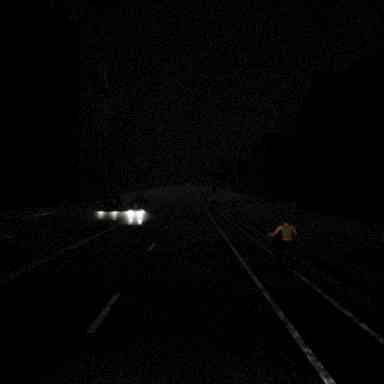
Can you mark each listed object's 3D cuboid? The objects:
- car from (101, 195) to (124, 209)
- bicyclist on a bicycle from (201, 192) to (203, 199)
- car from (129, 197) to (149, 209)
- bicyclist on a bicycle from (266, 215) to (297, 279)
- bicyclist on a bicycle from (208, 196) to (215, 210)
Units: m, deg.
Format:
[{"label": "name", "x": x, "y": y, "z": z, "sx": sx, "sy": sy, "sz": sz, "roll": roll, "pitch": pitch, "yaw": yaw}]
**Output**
[{"label": "car", "x": -9.752, "y": 1.110, "z": 41.089, "sx": 1.882, "sy": 1.535, "sz": 5.008, "roll": 0, "pitch": 0, "yaw": 0}, {"label": "bicyclist on a bicycle", "x": 2.259, "y": 0.821, "z": 74.480, "sx": 0.582, "sy": 1.620, "sz": 1.656, "roll": 0, "pitch": 1, "yaw": 0}, {"label": "car", "x": -6.502, "y": 1.348, "z": 41.092, "sx": 2.128, "sy": 1.511, "sz": 4.902, "roll": 0, "pitch": 0, "yaw": 0}, {"label": "bicyclist on a bicycle", "x": 2.507, "y": 1.424, "z": 9.060, "sx": 0.866, "sy": 1.612, "sz": 1.509, "roll": 0, "pitch": 0, "yaw": 0}, {"label": "bicyclist on a bicycle", "x": 2.285, "y": 1.283, "z": 38.112, "sx": 0.866, "sy": 1.612, "sz": 1.509, "roll": 0, "pitch": 0, "yaw": 0}]
